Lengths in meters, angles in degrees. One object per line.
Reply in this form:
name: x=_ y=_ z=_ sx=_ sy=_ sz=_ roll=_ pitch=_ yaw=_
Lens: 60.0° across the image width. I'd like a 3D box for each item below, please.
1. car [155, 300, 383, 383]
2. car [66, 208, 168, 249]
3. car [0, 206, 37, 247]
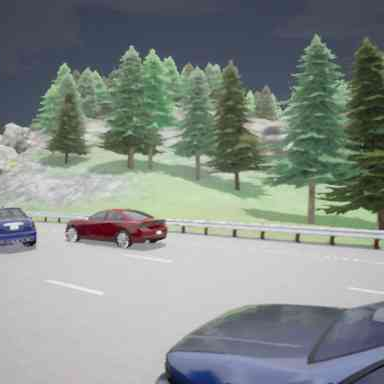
car: x=2.261 y=1.540 z=2.344 sx=5.357 sy=1.411 sz=2.033 roll=0 pitch=0 yaw=36
car: x=-3.393 y=1.458 z=14.503 sx=5.008 sy=1.535 sz=1.882 roll=0 pitch=0 yaw=32
car: x=-8.416 y=1.340 z=13.494 sx=4.553 sy=1.767 sz=2.097 roll=0 pitch=0 yaw=32
